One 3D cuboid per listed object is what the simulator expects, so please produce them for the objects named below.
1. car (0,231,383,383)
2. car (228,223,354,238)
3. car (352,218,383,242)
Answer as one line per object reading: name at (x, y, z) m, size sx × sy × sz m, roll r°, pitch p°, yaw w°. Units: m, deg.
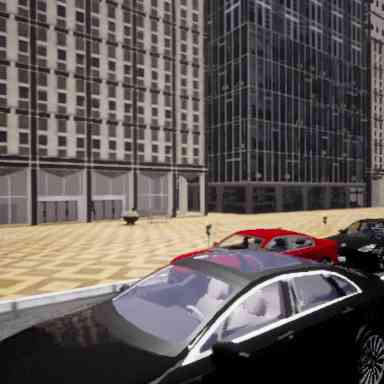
car at (0.337, 1.490, 3.603) m, size 4.902 × 1.511 × 2.128 m, roll 0°, pitch 0°, yaw -35°
car at (1.557, 1.539, 7.675) m, size 4.507 × 1.381 × 1.887 m, roll 0°, pitch 0°, yaw -35°
car at (6.059, 1.556, 10.885) m, size 4.313 × 1.339 × 1.947 m, roll 0°, pitch 0°, yaw -35°
